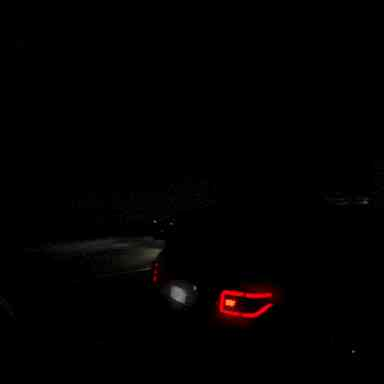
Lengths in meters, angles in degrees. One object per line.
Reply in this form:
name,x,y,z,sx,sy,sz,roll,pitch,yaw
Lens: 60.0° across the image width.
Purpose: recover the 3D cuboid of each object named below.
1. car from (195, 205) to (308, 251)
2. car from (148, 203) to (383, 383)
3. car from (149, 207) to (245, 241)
car,2.695,1.414,14.509,5.008,1.535,1.882,0,0,-35
car,2.031,1.194,5.193,5.566,2.045,2.150,0,0,-35
car,0.355,1.539,17.139,4.718,1.301,1.895,0,0,-35
